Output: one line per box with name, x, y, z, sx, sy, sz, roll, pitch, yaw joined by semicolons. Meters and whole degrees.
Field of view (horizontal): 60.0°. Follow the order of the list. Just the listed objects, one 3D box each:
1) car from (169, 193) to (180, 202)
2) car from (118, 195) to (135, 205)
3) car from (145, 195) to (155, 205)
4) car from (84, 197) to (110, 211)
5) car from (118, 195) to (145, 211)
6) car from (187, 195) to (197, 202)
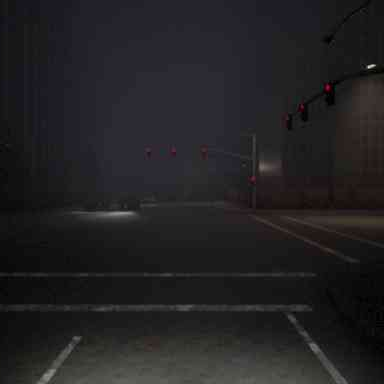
car;-3.483;1.009;67.223;2.097;1.767;4.553;0;0;0
car;-10.543;1.252;53.532;1.812;1.442;4.674;0;0;0
car;-7.044;1.251;53.706;1.812;1.442;4.674;0;0;0
car;-10.584;1.286;37.396;1.882;1.535;5.008;0;0;0
car;-7.076;1.298;38.018;2.128;1.511;4.902;0;0;0
car;0.017;1.219;67.253;1.994;1.385;4.181;0;0;0
